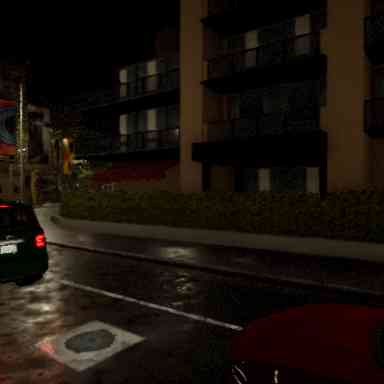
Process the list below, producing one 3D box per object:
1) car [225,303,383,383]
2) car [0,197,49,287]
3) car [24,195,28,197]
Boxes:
[{"bbox_3d":[2.584,1.478,2.154,5.008,1.535,1.882,0,0,35],"label":"car"},{"bbox_3d":[-5.790,1.217,8.116,5.566,2.045,2.150,0,0,35],"label":"car"},{"bbox_3d":[-36.621,1.445,72.224,4.892,1.521,2.231,0,0,35],"label":"car"}]
